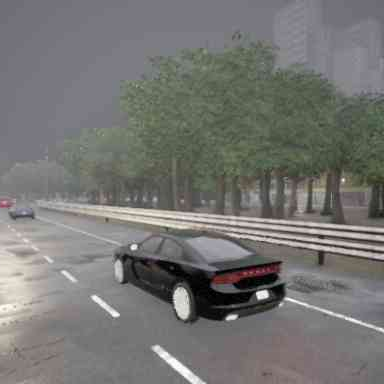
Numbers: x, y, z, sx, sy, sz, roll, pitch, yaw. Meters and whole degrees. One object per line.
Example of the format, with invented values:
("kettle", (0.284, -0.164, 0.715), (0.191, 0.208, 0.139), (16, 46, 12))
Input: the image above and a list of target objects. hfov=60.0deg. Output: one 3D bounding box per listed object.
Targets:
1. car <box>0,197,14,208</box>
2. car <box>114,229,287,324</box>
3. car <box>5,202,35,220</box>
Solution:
("car", (-29.286, 1.834, 52.126), (2.150, 2.045, 5.566), (0, -1, -29))
("car", (-0.189, 1.593, 7.596), (1.882, 1.535, 5.008), (1, -1, -33))
("car", (-16.665, 1.942, 32.523), (1.994, 1.385, 4.181), (1, -1, -33))
